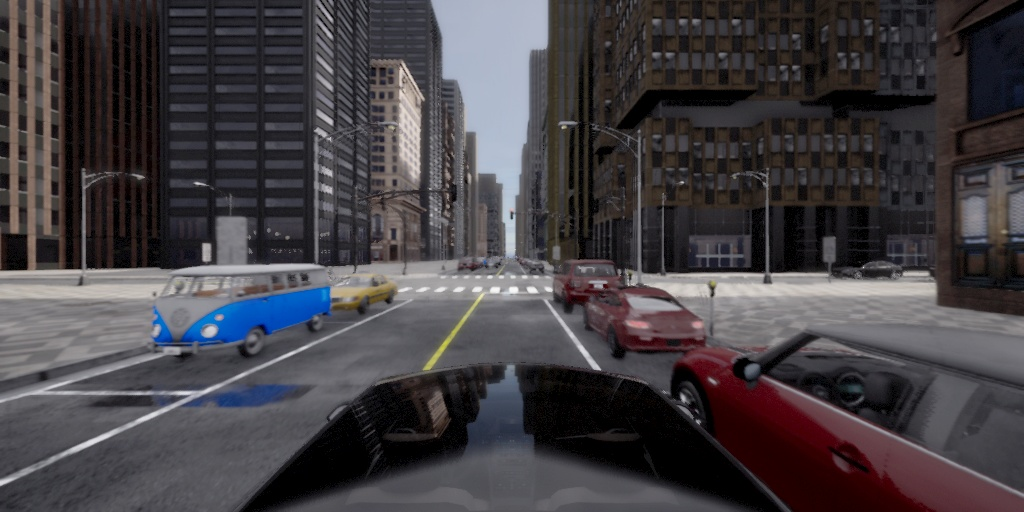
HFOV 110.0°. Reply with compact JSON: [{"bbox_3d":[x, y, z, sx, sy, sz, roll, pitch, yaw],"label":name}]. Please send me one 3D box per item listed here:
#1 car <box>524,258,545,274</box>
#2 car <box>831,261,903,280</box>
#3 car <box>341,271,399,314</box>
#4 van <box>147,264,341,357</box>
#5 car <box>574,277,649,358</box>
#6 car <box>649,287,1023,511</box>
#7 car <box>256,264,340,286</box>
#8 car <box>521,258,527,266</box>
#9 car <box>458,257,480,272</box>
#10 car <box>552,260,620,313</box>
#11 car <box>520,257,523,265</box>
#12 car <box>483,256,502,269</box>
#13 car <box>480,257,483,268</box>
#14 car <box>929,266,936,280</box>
[{"bbox_3d":[2.752,1.263,40.842,2.007,1.370,4.403,0,0,0],"label":"car"},{"bbox_3d":[28.682,1.157,29.092,4.892,1.490,1.837,0,0,0],"label":"car"},{"bbox_3d":[-5.766,1.262,13.686,1.751,1.417,4.829,0,0,0],"label":"car"},{"bbox_3d":[-5.764,1.084,8.179,1.690,1.789,3.998,0,0,0],"label":"van"},{"bbox_3d":[2.761,1.325,8.191,1.802,1.307,4.207,0,0,0],"label":"car"},{"bbox_3d":[2.762,1.189,2.513,1.967,1.591,4.097,0,0,0],"label":"car"},{"bbox_3d":[-15.288,1.320,25.801,4.892,1.490,1.837,0,0,0],"label":"car"},{"bbox_3d":[2.749,1.254,52.123,2.007,1.370,4.403,0,0,0],"label":"car"},{"bbox_3d":[-5.774,1.023,46.471,2.192,1.841,5.009,0,0,0],"label":"car"},{"bbox_3d":[2.759,1.052,13.868,2.192,1.841,5.009,0,0,0],"label":"car"},{"bbox_3d":[2.748,1.245,57.764,1.888,1.381,4.507,0,0,0],"label":"car"},{"bbox_3d":[-3.067,1.193,54.773,2.128,1.511,4.902,0,0,1],"label":"car"},{"bbox_3d":[-5.776,1.144,52.112,1.967,1.591,4.097,0,0,0],"label":"car"},{"bbox_3d":[33.387,1.143,26.016,4.902,1.511,2.128,0,0,0],"label":"car"}]
